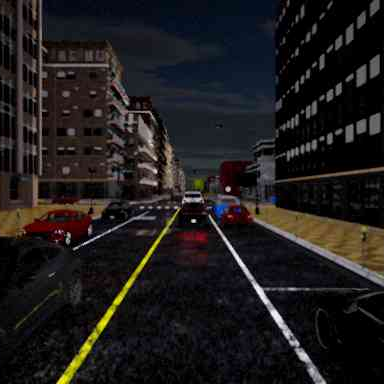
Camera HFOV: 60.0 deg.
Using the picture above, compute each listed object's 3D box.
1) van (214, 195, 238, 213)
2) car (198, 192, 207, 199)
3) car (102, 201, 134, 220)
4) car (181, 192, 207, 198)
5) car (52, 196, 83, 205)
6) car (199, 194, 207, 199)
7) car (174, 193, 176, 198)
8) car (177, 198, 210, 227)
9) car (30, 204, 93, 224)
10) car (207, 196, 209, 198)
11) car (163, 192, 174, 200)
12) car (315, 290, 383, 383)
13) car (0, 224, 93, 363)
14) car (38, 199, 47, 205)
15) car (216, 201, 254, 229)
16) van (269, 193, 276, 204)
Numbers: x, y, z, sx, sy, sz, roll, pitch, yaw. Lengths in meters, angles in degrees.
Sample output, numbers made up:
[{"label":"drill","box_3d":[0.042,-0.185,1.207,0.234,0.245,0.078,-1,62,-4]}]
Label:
[{"label":"van","box_3d":[2.663,1.179,25.872,1.690,1.788,3.998,0,0,0]},{"label":"car","box_3d":[2.701,0.830,87.276,2.192,1.841,5.009,0,0,0]},{"label":"car","box_3d":[-5.685,1.404,25.900,1.947,1.339,4.313,0,0,0]},{"label":"car","box_3d":[0.092,1.009,34.063,2.150,2.045,5.566,0,0,0]},{"label":"car","box_3d":[-17.462,1.243,46.686,4.206,1.307,1.802,0,0,0]},{"label":"car","box_3d":[2.700,1.122,81.738,1.802,1.307,4.206,0,0,0]},{"label":"car","box_3d":[-5.679,0.830,87.276,2.192,1.841,5.009,0,0,0]},{"label":"car","box_3d":[0.098,1.372,21.264,1.837,1.490,4.892,0,1,0]},{"label":"car","box_3d":[-5.686,1.452,14.522,1.887,1.381,4.507,0,0,0]},{"label":"car","box_3d":[2.699,1.119,70.829,1.752,1.417,4.829,0,0,0]},{"label":"car","box_3d":[-5.681,1.094,76.028,1.752,1.417,4.829,0,0,0]},{"label":"car","box_3d":[2.661,1.545,3.117,1.947,1.339,4.313,0,0,0]},{"label":"car","box_3d":[-3.100,1.492,5.040,1.812,1.442,4.674,0,0,0]},{"label":"car","box_3d":[-22.954,1.176,46.673,4.829,1.417,1.752,0,0,0]},{"label":"car","box_3d":[2.662,1.454,20.184,1.802,1.307,4.206,0,0,0]},{"label":"van","box_3d":[14.905,1.080,55.142,3.998,1.788,1.690,0,0,0]}]
